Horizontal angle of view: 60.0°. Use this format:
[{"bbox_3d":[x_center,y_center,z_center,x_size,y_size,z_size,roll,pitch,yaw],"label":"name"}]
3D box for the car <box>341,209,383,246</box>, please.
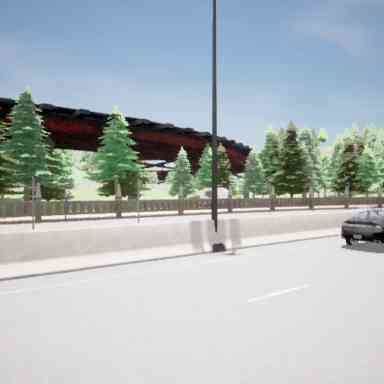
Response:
[{"bbox_3d":[8.269,1.496,14.066,4.902,1.511,2.128,0,0,-35],"label":"car"}]
